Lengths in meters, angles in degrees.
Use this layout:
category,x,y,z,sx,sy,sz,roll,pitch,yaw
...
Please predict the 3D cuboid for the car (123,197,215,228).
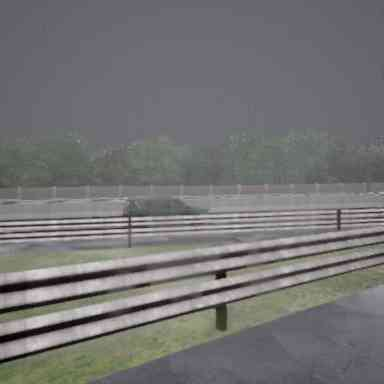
category,x,y,z,sx,sy,sz,roll,pitch,yaw
car,-1.429,1.320,20.207,5.566,2.045,2.150,-1,1,-12
